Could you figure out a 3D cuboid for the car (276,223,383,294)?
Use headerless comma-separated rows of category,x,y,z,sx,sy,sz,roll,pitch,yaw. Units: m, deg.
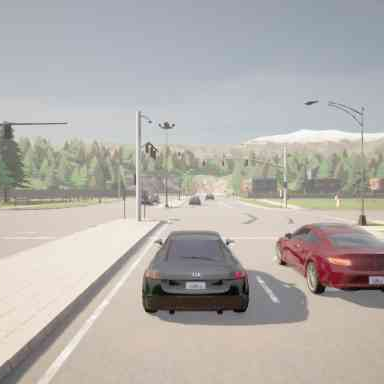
car,3.554,1.526,8.673,1.812,1.442,4.674,0,0,0

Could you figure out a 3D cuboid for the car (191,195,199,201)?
car,0.836,1.428,82.129,1.895,1.301,4.718,0,0,1

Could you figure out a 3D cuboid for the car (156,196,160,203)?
car,-7.406,1.506,66.215,1.837,1.490,4.892,0,0,1

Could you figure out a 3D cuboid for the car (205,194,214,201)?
car,4.335,1.188,82.024,2.097,1.767,4.553,0,0,1

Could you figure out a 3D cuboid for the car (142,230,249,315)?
car,0.056,1.564,7.669,1.994,1.385,4.181,0,0,0

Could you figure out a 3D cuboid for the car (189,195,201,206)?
car,0.491,1.563,56.673,1.994,1.385,4.181,0,0,1

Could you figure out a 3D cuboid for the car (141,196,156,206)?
car,-7.602,1.601,54.871,1.895,1.301,4.718,0,0,1
